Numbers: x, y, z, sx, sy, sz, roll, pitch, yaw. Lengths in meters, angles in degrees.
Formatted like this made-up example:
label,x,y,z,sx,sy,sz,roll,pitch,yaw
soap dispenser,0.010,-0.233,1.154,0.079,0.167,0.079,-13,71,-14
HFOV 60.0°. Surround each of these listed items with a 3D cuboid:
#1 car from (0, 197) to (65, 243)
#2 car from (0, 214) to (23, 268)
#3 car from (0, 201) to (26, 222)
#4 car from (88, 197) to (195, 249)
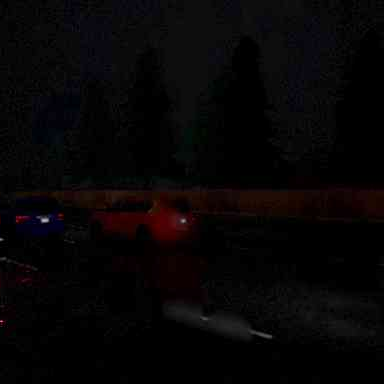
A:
label,x,y,z,sx,sy,sz,roll,pitch,yaw
car,-7.880,1.232,15.088,5.566,2.045,2.150,0,0,42
car,-7.292,1.497,9.963,4.902,1.511,2.128,0,0,40
car,-15.876,1.565,27.906,2.033,1.411,5.357,0,0,-42
car,-2.392,1.238,14.952,5.566,2.045,2.150,0,0,40
